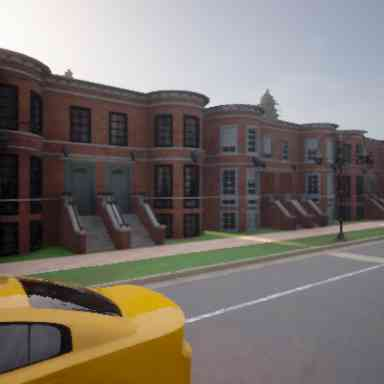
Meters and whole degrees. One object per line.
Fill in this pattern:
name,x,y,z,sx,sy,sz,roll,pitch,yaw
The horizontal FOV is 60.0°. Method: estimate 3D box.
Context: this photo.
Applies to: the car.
car,-2.339,1.499,2.401,5.008,1.535,1.882,0,0,-35
